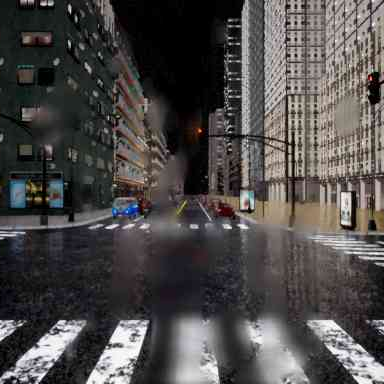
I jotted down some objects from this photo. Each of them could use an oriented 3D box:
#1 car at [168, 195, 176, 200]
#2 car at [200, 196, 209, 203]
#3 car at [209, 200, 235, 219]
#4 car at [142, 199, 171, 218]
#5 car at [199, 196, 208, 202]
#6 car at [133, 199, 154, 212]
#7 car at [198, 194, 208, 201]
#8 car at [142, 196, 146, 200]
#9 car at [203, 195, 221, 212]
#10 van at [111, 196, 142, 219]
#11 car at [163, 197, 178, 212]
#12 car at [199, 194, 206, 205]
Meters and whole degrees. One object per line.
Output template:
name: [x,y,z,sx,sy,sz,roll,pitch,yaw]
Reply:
car: [-5.662,1.644,94.767,1.947,1.339,4.313,0,0,0]
car: [2.714,1.593,72.654,1.887,1.381,4.507,0,0,0]
car: [2.704,1.593,28.433,1.802,1.307,4.206,0,0,0]
car: [-3.112,1.575,29.622,1.994,1.385,4.181,0,0,-2]
car: [2.715,1.637,78.182,1.802,1.307,4.206,0,0,0]
car: [-5.674,1.562,39.492,1.887,1.381,4.507,0,0,0]
car: [2.718,1.377,83.710,2.192,1.841,5.009,0,0,0]
car: [-5.674,1.329,33.964,2.192,1.841,5.009,0,0,0]
car: [2.708,1.457,39.489,1.967,1.590,4.097,0,0,0]
van: [-5.675,1.352,28.436,1.690,1.788,3.998,0,0,0]
car: [-3.091,1.618,39.739,1.895,1.301,4.718,0,0,0]
car: [2.711,1.470,56.071,1.967,1.590,4.097,0,0,0]
